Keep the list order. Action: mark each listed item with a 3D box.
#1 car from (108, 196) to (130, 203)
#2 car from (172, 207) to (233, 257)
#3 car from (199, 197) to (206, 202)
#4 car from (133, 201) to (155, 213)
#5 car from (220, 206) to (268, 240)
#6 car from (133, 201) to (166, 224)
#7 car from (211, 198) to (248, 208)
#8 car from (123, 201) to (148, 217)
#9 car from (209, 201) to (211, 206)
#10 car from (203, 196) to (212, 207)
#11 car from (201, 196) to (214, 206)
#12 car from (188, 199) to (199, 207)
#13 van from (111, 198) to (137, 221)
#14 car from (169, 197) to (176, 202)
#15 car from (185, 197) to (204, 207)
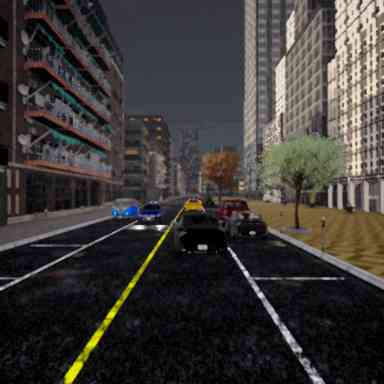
[{"bbox_3d":[-16.255,1.681,74.398,4.403,1.369,2.008,1,-1,0],"label":"car"},{"bbox_3d":[0.247,1.557,13.225,1.837,1.490,4.892,0,0,-2],"label":"car"},{"bbox_3d":[2.907,1.989,93.758,1.887,1.381,4.507,0,0,0],"label":"car"},{"bbox_3d":[-5.600,1.730,39.299,1.947,1.339,4.313,0,0,0],"label":"car"},{"bbox_3d":[2.730,1.618,17.187,2.008,1.369,4.403,0,0,0],"label":"car"},{"bbox_3d":[-3.042,1.629,25.761,1.812,1.442,4.674,0,0,0],"label":"car"},{"bbox_3d":[2.743,1.405,22.712,2.192,1.841,5.009,0,0,0],"label":"car"},{"bbox_3d":[-5.613,1.664,33.606,1.752,1.417,4.829,0,0,0],"label":"car"},{"bbox_3d":[2.756,1.679,28.233,1.947,1.339,4.313,0,0,0],"label":"car"},{"bbox_3d":[2.820,1.810,55.847,1.947,1.339,4.313,0,0,0],"label":"car"},{"bbox_3d":[2.833,1.586,61.372,2.192,1.841,5.009,0,0,0],"label":"car"},{"bbox_3d":[0.231,1.851,57.156,1.895,1.301,4.718,0,0,0],"label":"car"},{"bbox_3d":[-5.625,1.456,28.254,1.690,1.788,3.998,0,0,0],"label":"van"},{"bbox_3d":[-5.473,1.996,93.777,2.008,1.369,4.403,0,0,0],"label":"car"},{"bbox_3d":[0.192,1.646,40.265,1.882,1.535,5.008,0,-1,0],"label":"car"}]
